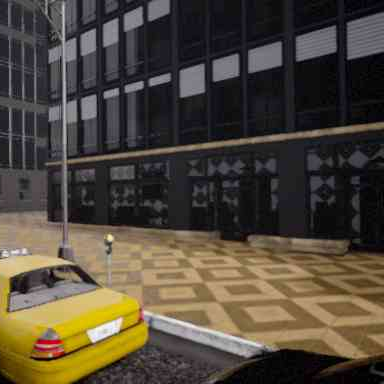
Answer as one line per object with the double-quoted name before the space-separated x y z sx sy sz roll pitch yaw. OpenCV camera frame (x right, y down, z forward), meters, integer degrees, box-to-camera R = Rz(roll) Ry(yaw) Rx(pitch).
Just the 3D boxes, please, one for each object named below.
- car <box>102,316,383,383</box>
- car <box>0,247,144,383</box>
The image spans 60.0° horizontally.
"car" 1.778 1.566 1.580 4.313 1.339 1.947 0 -1 36
"car" -2.856 1.526 5.094 4.829 1.417 1.752 0 -1 36
